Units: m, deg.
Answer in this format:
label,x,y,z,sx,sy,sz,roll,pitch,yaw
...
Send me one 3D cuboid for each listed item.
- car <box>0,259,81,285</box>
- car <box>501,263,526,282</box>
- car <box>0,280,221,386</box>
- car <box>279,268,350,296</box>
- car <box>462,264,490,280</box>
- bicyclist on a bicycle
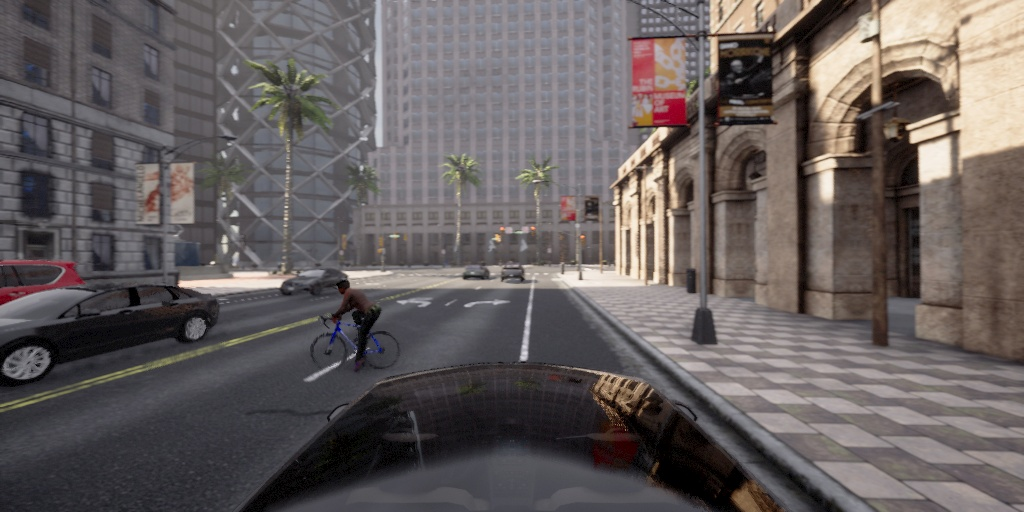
label,x,y,z,sx,sy,sz,roll,pitch,yaw
car,-12.124,1.086,7.021,2.150,2.045,5.566,0,-1,4
car,0.142,1.324,30.156,2.128,1.511,4.902,0,0,4
car,-8.603,1.339,7.295,1.837,1.490,4.892,0,0,4
car,-11.210,1.421,20.785,1.812,1.442,4.674,0,0,4
car,-3.224,1.431,32.808,1.994,1.385,4.181,0,0,4
bicyclist on a bicycle,-2.822,1.240,6.398,1.656,1.620,0.582,-3,0,3
